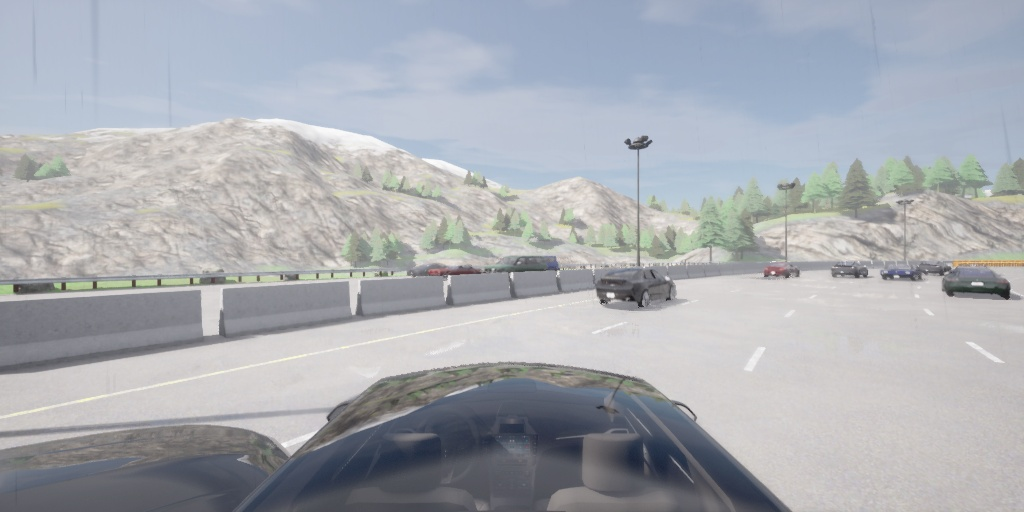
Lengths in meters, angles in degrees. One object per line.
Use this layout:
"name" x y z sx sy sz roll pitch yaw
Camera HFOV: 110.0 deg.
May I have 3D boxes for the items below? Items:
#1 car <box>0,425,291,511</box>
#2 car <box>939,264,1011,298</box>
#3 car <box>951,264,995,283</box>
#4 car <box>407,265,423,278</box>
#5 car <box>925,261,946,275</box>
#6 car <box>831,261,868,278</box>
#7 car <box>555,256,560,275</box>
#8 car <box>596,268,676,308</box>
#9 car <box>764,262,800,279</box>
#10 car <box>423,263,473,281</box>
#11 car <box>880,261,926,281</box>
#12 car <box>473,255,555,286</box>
"car" -2.981 1.255 0.486 4.892 1.490 1.837 0 0 -45
"car" 23.762 1.313 18.455 4.181 1.385 1.994 0 0 -41
"car" 37.014 1.351 28.739 4.718 1.301 1.895 0 0 -35
"car" -7.332 1.314 32.614 1.994 1.385 4.181 0 0 45
"car" 43.312 1.241 36.820 4.902 1.511 2.128 0 0 -31
"car" 31.374 1.241 33.297 4.902 1.511 2.128 0 0 -35
"car" 1.922 0.971 31.966 5.566 2.045 2.150 0 0 -44
"car" 5.396 1.253 15.340 1.837 1.490 4.892 -1 -1 43
"car" 24.549 1.275 32.620 4.674 1.442 1.812 0 0 -38
"car" -4.752 1.351 30.288 1.895 1.301 4.718 0 0 44
"car" 32.307 1.351 29.687 4.718 1.301 1.895 0 0 -35
"car" 0.276 0.971 25.437 2.150 2.045 5.566 0 0 45
